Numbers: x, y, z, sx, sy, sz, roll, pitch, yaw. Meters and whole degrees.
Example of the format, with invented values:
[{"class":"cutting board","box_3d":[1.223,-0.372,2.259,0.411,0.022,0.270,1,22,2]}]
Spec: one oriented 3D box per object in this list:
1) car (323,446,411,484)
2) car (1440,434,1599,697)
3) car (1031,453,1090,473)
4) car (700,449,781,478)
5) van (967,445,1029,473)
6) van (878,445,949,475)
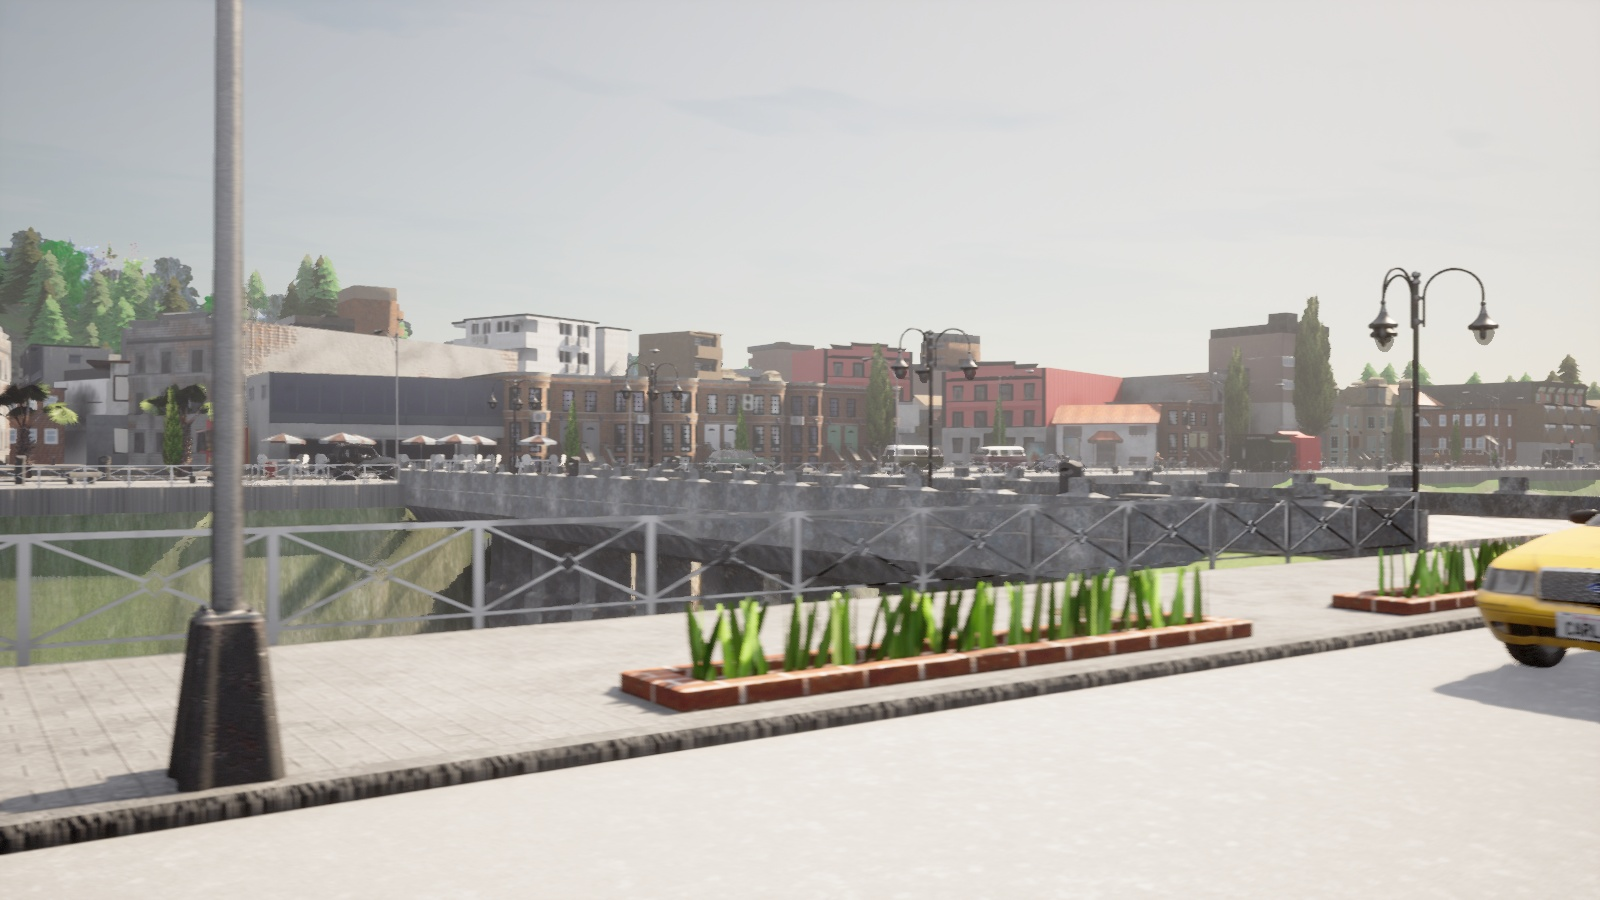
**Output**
[{"class":"car","box_3d":[-22.093,0.744,64.039,3.866,1.878,1.905,0,0,-35]},{"class":"car","box_3d":[6.962,0.691,9.114,5.366,1.575,1.801,0,0,-35]},{"class":"car","box_3d":[19.274,0.945,92.849,4.193,1.474,1.816,0,0,-35]},{"class":"car","box_3d":[-3.624,0.799,76.902,4.553,1.767,2.097,0,0,-35]},{"class":"van","box_3d":[14.934,0.669,94.701,4.480,2.038,2.069,0,0,-35]},{"class":"van","box_3d":[7.647,0.660,84.752,4.480,2.038,2.069,0,0,-35]}]
